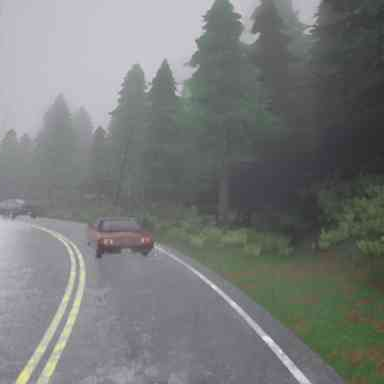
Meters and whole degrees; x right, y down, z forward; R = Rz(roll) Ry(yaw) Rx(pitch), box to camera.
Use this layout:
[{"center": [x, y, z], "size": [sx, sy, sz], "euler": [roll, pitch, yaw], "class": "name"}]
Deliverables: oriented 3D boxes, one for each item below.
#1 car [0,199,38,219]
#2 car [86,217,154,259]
[{"center": [-14.329, 1.334, 26.879], "size": [4.892, 1.490, 1.837], "euler": [2, -3, 37], "class": "car"}, {"center": [-2.971, 1.618, 12.842], "size": [1.895, 1.301, 4.718], "euler": [1, 0, -23], "class": "car"}]
